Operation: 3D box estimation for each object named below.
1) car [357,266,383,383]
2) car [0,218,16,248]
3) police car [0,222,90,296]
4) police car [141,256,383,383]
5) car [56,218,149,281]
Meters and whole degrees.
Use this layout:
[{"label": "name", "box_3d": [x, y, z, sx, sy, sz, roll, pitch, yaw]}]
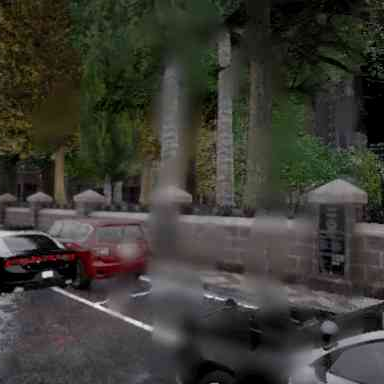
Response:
[{"label": "car", "box_3d": [4.354, 1.753, 3.009, 4.829, 1.417, 1.752, -1, -3, 44]}, {"label": "car", "box_3d": [-11.418, 2.131, 18.091, 4.829, 1.417, 1.752, -1, -3, 44]}, {"label": "police car", "box_3d": [-5.245, 1.768, 9.594, 5.238, 1.638, 1.930, -1, -4, 44]}, {"label": "police car", "box_3d": [1.994, 1.596, 2.697, 5.238, 1.638, 1.930, -1, -4, 44]}, {"label": "car", "box_3d": [-3.406, 1.729, 10.442, 5.009, 1.841, 2.192, -1, -3, 44]}]
